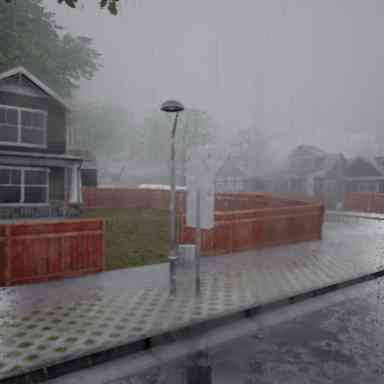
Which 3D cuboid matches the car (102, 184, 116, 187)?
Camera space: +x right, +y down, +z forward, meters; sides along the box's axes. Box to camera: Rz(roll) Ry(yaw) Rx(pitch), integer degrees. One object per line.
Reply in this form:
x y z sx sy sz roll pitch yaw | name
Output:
-12.620 -0.465 51.236 2.097 1.767 4.553 1 2 -35 | car
